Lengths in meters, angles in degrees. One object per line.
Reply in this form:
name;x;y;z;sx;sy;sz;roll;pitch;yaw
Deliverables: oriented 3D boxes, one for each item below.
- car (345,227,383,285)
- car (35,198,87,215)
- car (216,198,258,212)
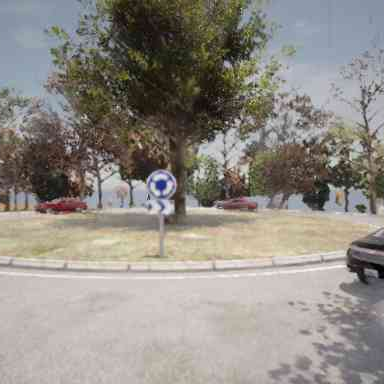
car;5.875;1.473;7.921;4.902;1.511;2.128;0;0;-26
car;-13.057;1.398;33.324;5.008;1.535;1.882;0;-1;-43
car;5.003;1.447;36.936;4.674;1.442;1.812;0;0;27
